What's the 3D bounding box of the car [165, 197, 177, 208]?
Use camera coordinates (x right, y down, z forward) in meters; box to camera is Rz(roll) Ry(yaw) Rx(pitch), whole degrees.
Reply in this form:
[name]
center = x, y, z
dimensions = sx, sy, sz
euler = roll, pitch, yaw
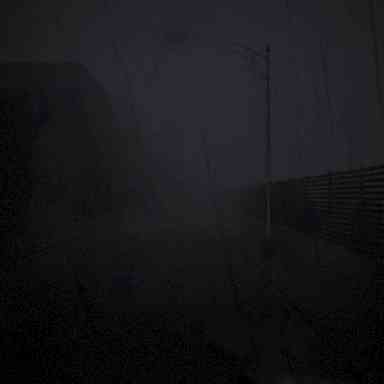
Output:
[car]
center = -4.048, 1.950, 64.482
dimensions = 2.150, 2.045, 5.566
euler = 0, -1, 1
